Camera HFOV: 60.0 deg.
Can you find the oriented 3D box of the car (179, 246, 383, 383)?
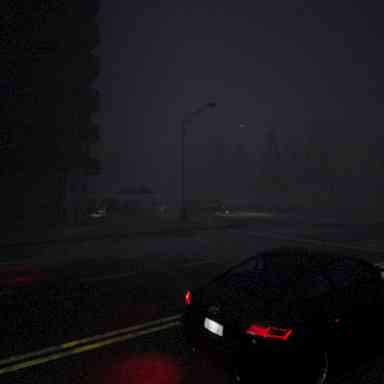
[{"bbox_3d":[1.890,1.559,5.098,4.181,1.385,1.994,0,0,-35],"label":"car"}]

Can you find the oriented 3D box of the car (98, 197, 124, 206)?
[{"bbox_3d":[-12.007,1.448,49.674,4.674,1.442,1.812,0,0,32],"label":"car"}]

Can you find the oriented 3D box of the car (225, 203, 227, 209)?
[{"bbox_3d":[2.024,1.408,38.921,2.128,1.511,4.902,0,0,-36],"label":"car"}]

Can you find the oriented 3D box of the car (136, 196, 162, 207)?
[{"bbox_3d":[-6.490,1.417,49.619,4.892,1.490,1.837,2,1,42],"label":"car"}]

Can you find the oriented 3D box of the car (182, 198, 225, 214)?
[{"bbox_3d":[0.855,1.398,34.601,1.882,1.535,5.008,0,1,-36],"label":"car"}]
